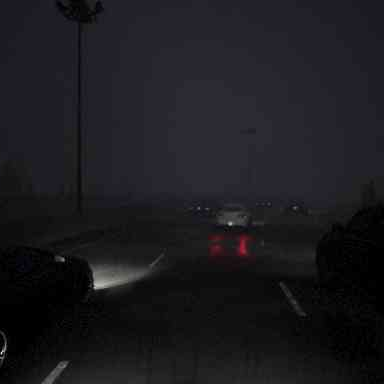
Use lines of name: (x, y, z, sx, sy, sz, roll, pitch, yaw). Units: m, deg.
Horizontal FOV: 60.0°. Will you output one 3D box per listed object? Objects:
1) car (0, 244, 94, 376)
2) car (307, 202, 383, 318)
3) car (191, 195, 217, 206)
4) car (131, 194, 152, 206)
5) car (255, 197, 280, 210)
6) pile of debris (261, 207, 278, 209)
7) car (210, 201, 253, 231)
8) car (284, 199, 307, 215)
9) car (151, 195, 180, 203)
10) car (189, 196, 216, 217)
car: (-3.104, 1.508, 5.235, 1.994, 1.385, 4.181, 0, 1, 3)
car: (3.892, 1.179, 5.655, 2.150, 2.045, 5.566, 0, 1, 4)
car: (1.723, 1.187, 46.902, 1.994, 1.385, 4.181, 0, 0, 29)
car: (-6.513, 1.117, 46.244, 1.882, 1.535, 5.008, 0, 0, 27)
car: (8.377, 1.228, 36.626, 2.033, 1.411, 5.357, 1, 1, 25)
pile of debris: (8.897, 1.847, 38.116, 1.500, 0.140, 1.860, 0, 0, 26)
car: (2.469, 1.359, 19.202, 1.812, 1.442, 4.674, 0, 0, 13)
car: (9.476, 1.301, 30.116, 1.994, 1.385, 4.181, 0, 1, 20)
car: (-3.197, 1.207, 45.077, 1.994, 1.385, 4.181, 0, 0, 27)
car: (1.343, 1.305, 28.342, 2.033, 1.411, 5.357, 0, 0, 18)
